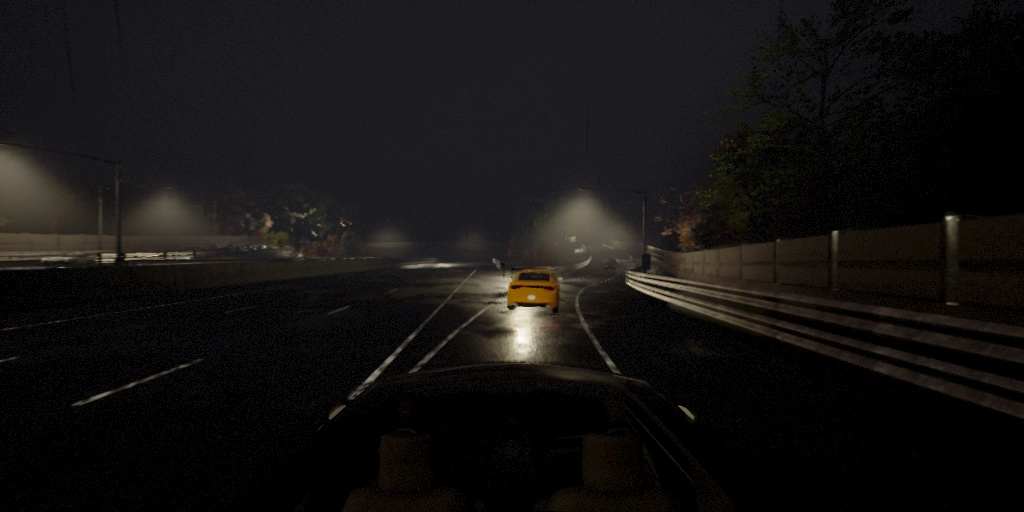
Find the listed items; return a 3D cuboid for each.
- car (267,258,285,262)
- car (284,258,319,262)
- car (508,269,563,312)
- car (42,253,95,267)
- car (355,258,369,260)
[{"bbox_3d":[-27.429,1.002,42.264,1.882,1.535,5.008,0,0,-3],"label":"car"},{"bbox_3d":[-23.923,1.102,42.237,2.033,1.411,5.357,0,0,-3],"label":"car"},{"bbox_3d":[1.048,1.289,14.927,1.882,1.535,5.008,2,0,8],"label":"car"},{"bbox_3d":[-44.691,0.374,36.209,1.895,1.301,4.718,0,1,-27],"label":"car"},{"bbox_3d":[-24.895,1.086,58.288,1.812,1.442,4.674,1,0,-3],"label":"car"}]
